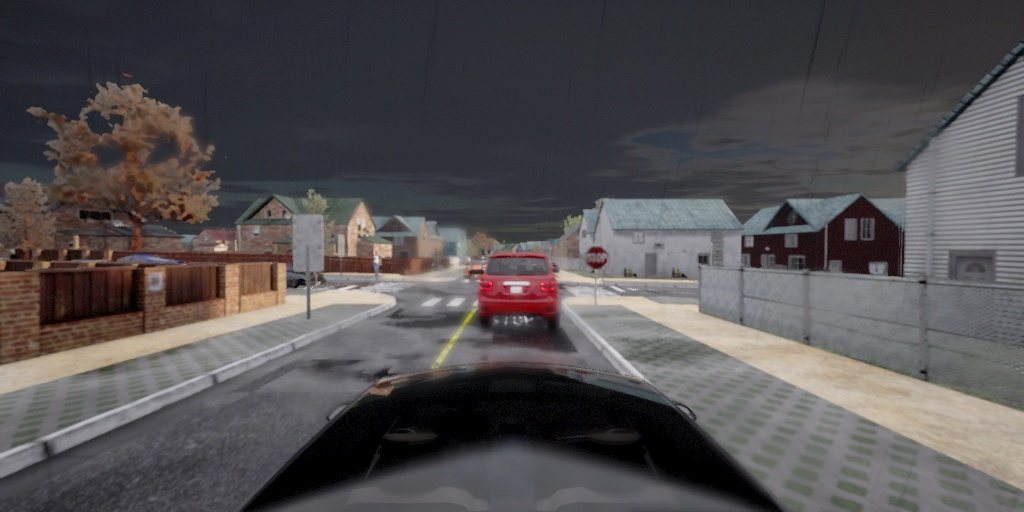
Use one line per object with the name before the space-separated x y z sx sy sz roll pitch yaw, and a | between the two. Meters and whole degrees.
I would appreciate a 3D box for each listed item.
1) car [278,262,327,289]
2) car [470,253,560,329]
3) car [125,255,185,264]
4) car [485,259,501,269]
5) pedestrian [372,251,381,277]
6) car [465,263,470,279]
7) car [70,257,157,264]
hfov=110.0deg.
car | -13.268 1.032 19.860 5.357 1.411 2.033 1 1 3
car | 0.346 0.937 11.411 2.150 2.045 5.566 0 0 5
car | -23.955 0.666 23.023 5.008 1.535 1.882 1 1 1
car | -2.792 1.136 54.298 2.033 1.411 5.357 0 0 1
pedestrian | -9.681 0.547 25.688 0.375 1.860 0.375 0 0 1
car | -2.845 1.016 31.144 2.097 1.767 4.553 0 0 0
car | -23.256 0.880 20.056 4.718 1.301 1.895 1 1 1
